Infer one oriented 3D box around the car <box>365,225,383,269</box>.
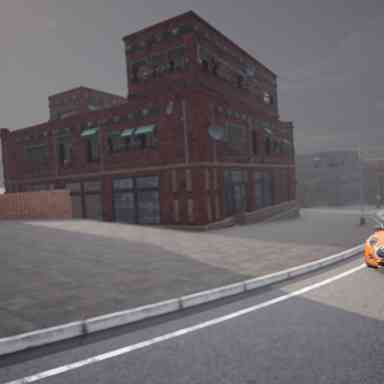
[{"bbox_3d":[7.314,1.498,10.919,2.097,1.767,4.553,-2,-2,41],"label":"car"}]
